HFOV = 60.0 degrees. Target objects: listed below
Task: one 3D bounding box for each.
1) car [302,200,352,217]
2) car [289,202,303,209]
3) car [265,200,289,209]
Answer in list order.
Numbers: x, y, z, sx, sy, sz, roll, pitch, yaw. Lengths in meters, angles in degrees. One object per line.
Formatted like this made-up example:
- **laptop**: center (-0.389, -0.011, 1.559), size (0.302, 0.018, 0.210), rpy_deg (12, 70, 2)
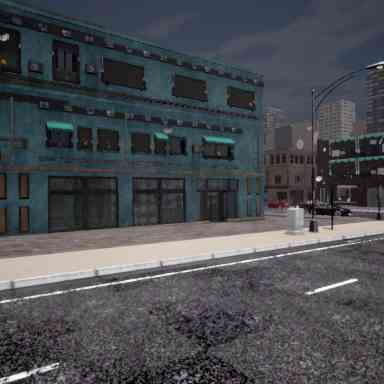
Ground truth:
- **car**: center (13.966, 1.811, 33.920), size (1.947, 1.339, 4.313), rpy_deg (-1, 0, -35)
- **car**: center (16.096, 1.806, 45.640), size (2.008, 1.369, 4.403), rpy_deg (-2, 0, -35)
- **car**: center (12.903, 1.900, 50.161), size (1.802, 1.307, 4.206), rpy_deg (-2, 0, -35)
